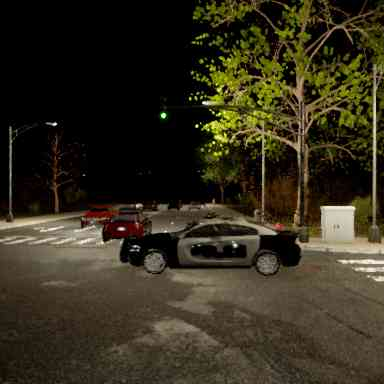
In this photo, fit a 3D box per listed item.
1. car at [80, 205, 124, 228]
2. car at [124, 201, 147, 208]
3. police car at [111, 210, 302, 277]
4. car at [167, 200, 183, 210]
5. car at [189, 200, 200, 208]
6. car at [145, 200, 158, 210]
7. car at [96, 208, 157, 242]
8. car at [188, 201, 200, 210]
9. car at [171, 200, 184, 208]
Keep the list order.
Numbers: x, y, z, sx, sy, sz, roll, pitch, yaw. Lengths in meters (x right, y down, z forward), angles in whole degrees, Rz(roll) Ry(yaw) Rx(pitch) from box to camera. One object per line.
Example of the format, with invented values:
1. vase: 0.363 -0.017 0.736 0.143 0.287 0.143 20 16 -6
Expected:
1. car: -6.577 1.773 24.232 1.812 1.442 4.674 0 -1 1
2. car: -6.429 1.936 34.899 2.033 1.411 5.357 0 -1 1
3. police car: 0.535 1.470 9.908 5.238 1.638 1.930 0 -1 4
4. car: -2.863 2.171 52.714 2.033 1.411 5.357 0 -1 1
5. car: 0.524 2.322 63.089 1.994 1.385 4.181 0 -1 1
6. car: -6.232 1.914 48.413 2.097 1.767 4.553 0 -1 1
7. car: -3.205 1.715 17.165 1.994 1.385 4.181 0 -1 0
8. car: 0.392 2.235 53.084 1.895 1.301 4.718 0 -1 1
9. car: -2.726 2.244 63.133 2.128 1.511 4.902 0 -1 1
